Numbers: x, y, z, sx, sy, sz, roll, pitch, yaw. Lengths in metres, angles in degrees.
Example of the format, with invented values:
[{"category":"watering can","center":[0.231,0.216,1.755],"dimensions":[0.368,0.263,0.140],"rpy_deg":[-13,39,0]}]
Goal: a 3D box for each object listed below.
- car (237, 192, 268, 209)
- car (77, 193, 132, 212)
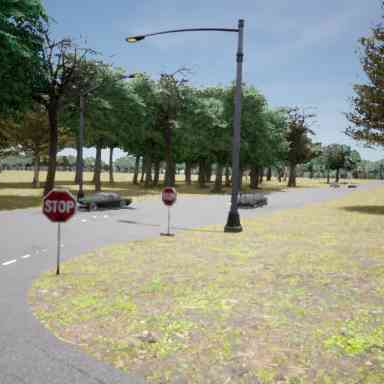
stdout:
[{"category":"car","center":[5.782,0.740,31.942],"dimensions":[1.994,1.385,4.181],"rpy_deg":[4,4,35]},{"category":"car","center":[-7.024,0.759,26.025],"dimensions":[1.895,1.301,4.718],"rpy_deg":[4,4,35]}]
